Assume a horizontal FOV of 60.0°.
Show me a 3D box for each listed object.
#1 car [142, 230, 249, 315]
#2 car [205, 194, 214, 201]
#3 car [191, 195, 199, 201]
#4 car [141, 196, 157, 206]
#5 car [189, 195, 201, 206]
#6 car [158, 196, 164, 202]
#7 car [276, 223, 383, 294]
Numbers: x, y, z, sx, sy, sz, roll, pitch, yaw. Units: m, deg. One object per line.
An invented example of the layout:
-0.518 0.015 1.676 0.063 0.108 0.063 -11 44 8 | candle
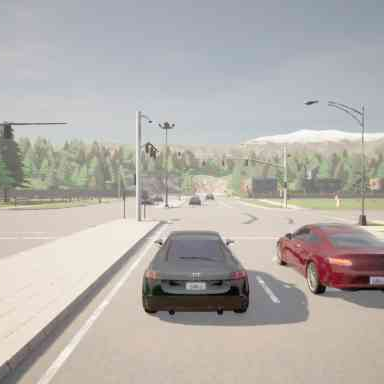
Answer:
0.058 1.564 7.649 1.994 1.385 4.181 0 0 0 | car
4.355 1.188 82.002 2.097 1.767 4.553 0 0 1 | car
0.856 1.428 82.108 1.895 1.301 4.718 0 0 1 | car
-7.580 1.546 56.731 2.033 1.411 5.357 0 0 1 | car
0.505 1.563 56.652 1.994 1.385 4.181 0 0 1 | car
-7.282 1.538 72.113 1.994 1.385 4.181 0 0 1 | car
3.556 1.526 8.651 1.812 1.442 4.674 0 0 0 | car
